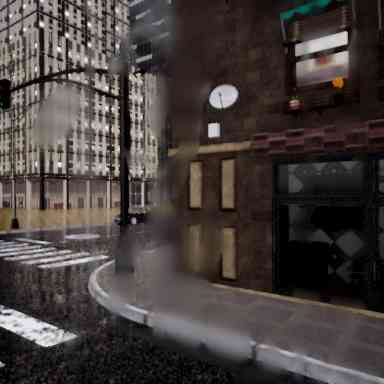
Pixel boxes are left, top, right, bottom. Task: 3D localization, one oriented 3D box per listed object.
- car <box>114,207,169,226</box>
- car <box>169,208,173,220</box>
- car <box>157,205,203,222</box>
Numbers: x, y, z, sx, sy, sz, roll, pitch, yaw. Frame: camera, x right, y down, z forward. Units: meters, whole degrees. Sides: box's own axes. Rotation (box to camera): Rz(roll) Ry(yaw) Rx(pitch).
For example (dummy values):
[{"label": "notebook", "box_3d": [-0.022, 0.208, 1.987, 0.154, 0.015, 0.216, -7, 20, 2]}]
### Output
[{"label": "car", "box_3d": [-4.226, 1.887, 26.441, 2.008, 1.369, 4.403, -2, -2, 35]}, {"label": "car", "box_3d": [0.309, 1.974, 28.140, 1.895, 1.301, 4.718, -1, -1, 35]}, {"label": "car", "box_3d": [-1.020, 1.968, 30.995, 2.008, 1.369, 4.403, -2, -2, 35]}]
